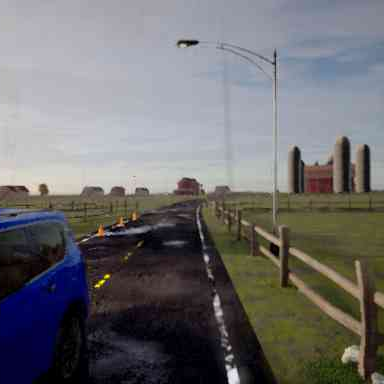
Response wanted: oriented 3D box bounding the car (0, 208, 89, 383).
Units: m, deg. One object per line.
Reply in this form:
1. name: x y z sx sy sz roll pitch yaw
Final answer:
1. car: -2.450 1.221 2.319 2.150 2.045 5.566 0 0 0

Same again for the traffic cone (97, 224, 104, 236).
1. traffic cone: -4.723 1.954 17.252 0.340 0.580 0.340 0 0 0

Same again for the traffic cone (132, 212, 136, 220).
1. traffic cone: -4.719 1.954 27.260 0.340 0.580 0.340 0 0 0
